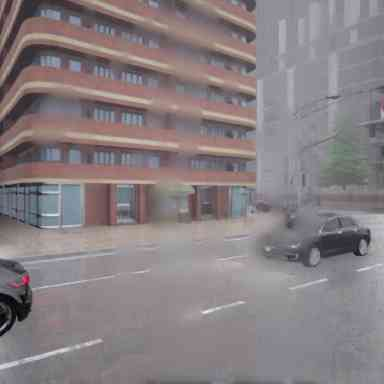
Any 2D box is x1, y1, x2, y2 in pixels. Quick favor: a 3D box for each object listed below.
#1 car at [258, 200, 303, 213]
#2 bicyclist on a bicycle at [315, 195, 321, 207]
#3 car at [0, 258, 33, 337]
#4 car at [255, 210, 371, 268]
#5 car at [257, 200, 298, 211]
[{"bbox_3d":[9.875,1.601,37.430,1.895,1.301,4.718,0,0,-36],"label":"car"},{"bbox_3d":[17.779,1.301,46.912,1.656,1.620,0.582,0,0,-36],"label":"bicyclist on a bicycle"},{"bbox_3d":[-4.689,1.564,4.928,4.181,1.385,1.994,0,0,-36],"label":"car"},{"bbox_3d":[4.271,1.506,11.406,4.892,1.490,1.837,0,0,-36],"label":"car"},{"bbox_3d":[8.551,1.526,33.345,1.812,1.442,4.674,0,0,-36],"label":"car"}]
